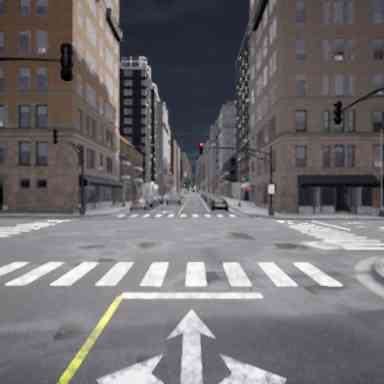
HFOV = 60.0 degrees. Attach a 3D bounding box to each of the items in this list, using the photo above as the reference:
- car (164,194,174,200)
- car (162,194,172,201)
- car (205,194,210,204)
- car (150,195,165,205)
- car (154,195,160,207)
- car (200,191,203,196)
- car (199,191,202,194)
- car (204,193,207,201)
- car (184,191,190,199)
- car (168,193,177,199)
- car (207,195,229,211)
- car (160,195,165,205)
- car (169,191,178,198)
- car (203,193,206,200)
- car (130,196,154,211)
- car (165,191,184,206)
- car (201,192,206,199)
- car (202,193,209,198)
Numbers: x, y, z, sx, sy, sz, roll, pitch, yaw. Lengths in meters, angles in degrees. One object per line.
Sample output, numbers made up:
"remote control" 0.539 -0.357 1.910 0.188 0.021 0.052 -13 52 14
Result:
"car" -5.139 1.100 74.784 1.947 1.339 4.313 1 0 1
"car" -5.204 1.096 69.085 1.752 1.417 4.829 1 0 1
"car" 3.006 1.289 41.519 1.887 1.381 4.507 1 0 1
"car" -5.392 1.220 52.669 1.887 1.381 4.507 1 0 1
"car" -5.519 1.311 41.611 1.947 1.339 4.313 1 0 1
"car" 3.386 1.083 74.700 2.008 1.369 4.403 1 0 1
"car" 3.513 1.026 85.761 1.947 1.339 4.313 1 0 1
"car" 3.069 1.260 47.049 2.008 1.369 4.403 1 0 1
"car" -2.237 0.859 79.300 2.097 1.767 4.553 0 0 1
"car" -5.012 1.028 85.842 1.947 1.339 4.313 1 0 1
"car" 2.943 1.344 35.989 1.947 1.339 4.313 1 0 1
"car" -5.456 1.261 47.140 2.008 1.369 4.403 1 0 1
"car" -4.946 0.741 91.369 2.192 1.841 5.009 1 0 1
"car" 3.133 1.219 52.579 1.887 1.381 4.507 1 0 1
"car" -5.583 1.362 36.082 1.802 1.307 4.206 1 0 1
"car" -2.594 1.021 48.175 2.097 1.767 4.553 0 0 1
"car" 3.259 1.170 63.640 1.947 1.339 4.313 1 0 1
"car" 3.576 1.006 91.291 1.802 1.307 4.206 1 0 1
